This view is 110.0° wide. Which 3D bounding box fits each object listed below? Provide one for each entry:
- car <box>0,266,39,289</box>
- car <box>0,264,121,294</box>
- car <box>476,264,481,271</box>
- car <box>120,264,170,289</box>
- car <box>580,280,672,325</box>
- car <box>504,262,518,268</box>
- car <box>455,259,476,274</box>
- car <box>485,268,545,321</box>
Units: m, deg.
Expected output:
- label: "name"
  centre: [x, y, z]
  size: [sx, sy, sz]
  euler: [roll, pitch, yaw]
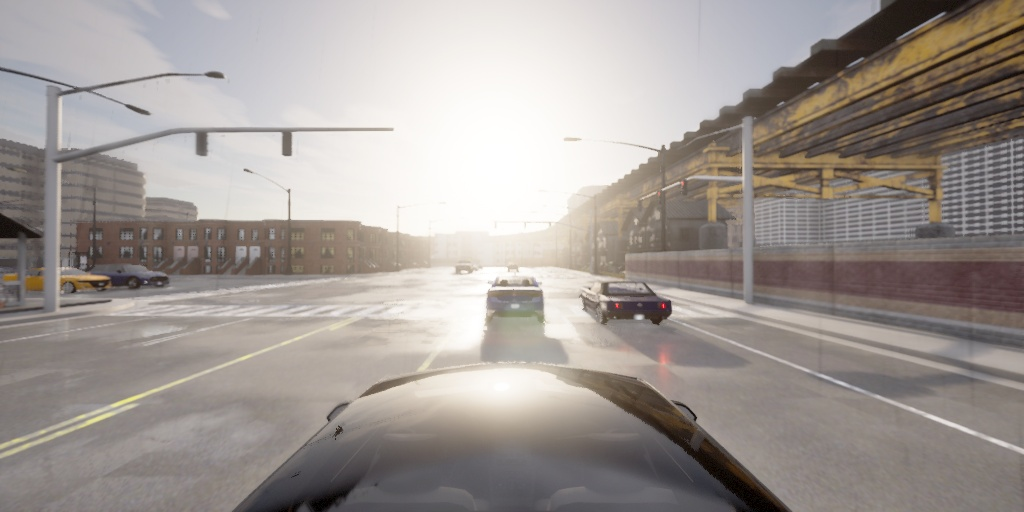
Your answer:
- label: "car"
  centre: [-37.154, 1.490, 25.247]
  size: [4.902, 1.511, 2.128]
  euler: [0, -1, 0]
- label: "car"
  centre: [-27.393, 1.440, 21.727]
  size: [5.008, 1.535, 1.882]
  euler: [0, -1, -1]
- label: "car"
  centre: [-6.950, 1.926, 62.821]
  size: [1.812, 1.442, 4.674]
  euler: [0, -1, 0]
- label: "car"
  centre: [-27.008, 1.351, 25.233]
  size: [4.553, 1.767, 2.097]
  euler: [0, -1, 0]
- label: "car"
  centre: [3.604, 1.464, 12.350]
  size: [1.895, 1.301, 4.718]
  euler: [0, -1, 0]
- label: "car"
  centre: [0.180, 1.896, 63.173]
  size: [2.128, 1.511, 4.902]
  euler: [0, -1, 0]
- label: "car"
  centre: [-7.019, 1.519, 53.153]
  size: [2.150, 2.045, 5.566]
  euler: [0, -1, 0]
- label: "car"
  centre: [0.105, 1.348, 13.012]
  size: [1.882, 1.535, 5.008]
  euler: [0, -1, 0]
